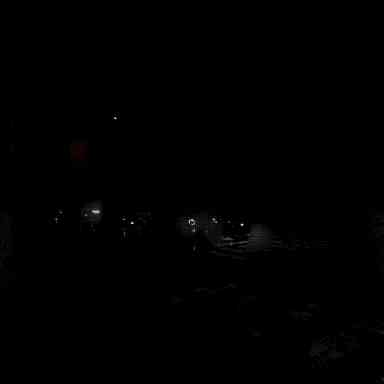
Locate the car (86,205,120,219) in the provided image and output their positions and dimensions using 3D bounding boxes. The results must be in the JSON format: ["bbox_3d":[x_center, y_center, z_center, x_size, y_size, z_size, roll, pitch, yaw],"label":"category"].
[{"bbox_3d":[-10.422,2.230,38.810,2.033,1.411,5.357,0,-1,-36],"label":"car"}]

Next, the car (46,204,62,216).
[{"bbox_3d":[-17.716,2.331,43.350,2.128,1.511,4.902,0,-1,-36],"label":"car"}]

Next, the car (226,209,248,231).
[{"bbox_3d":[1.628,1.801,22.280,1.837,1.490,4.892,0,-1,-36],"label":"car"}]

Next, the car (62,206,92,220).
[{"bbox_3d":[-11.888,2.214,35.311,1.994,1.385,4.181,0,-1,-36],"label":"car"}]

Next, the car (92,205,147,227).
[{"bbox_3d":[-6.052,2.009,27.299,2.033,1.411,5.357,0,-1,-35],"label":"car"}]

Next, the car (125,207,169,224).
[{"bbox_3d":[-4.201,2.082,30.271,1.895,1.301,4.718,0,-1,-36],"label":"car"}]

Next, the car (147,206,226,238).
[{"bbox_3d":[-0.474,1.636,19.644,2.097,1.767,4.553,0,-1,-36],"label":"car"}]
